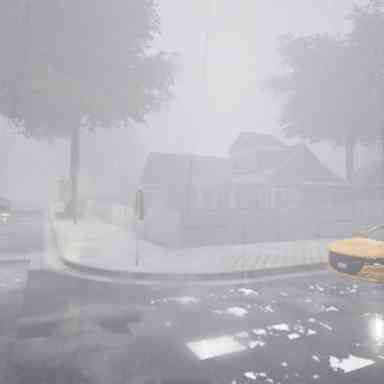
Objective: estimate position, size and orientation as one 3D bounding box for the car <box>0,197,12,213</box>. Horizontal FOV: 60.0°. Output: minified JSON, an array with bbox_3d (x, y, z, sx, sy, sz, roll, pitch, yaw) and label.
[{"bbox_3d":[-20.101,1.294,34.861,1.882,1.535,5.008,1,0,-24],"label":"car"}]

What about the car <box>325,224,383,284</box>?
[{"bbox_3d":[5.955,1.537,9.047,5.008,1.535,1.882,1,0,-23],"label":"car"}]
